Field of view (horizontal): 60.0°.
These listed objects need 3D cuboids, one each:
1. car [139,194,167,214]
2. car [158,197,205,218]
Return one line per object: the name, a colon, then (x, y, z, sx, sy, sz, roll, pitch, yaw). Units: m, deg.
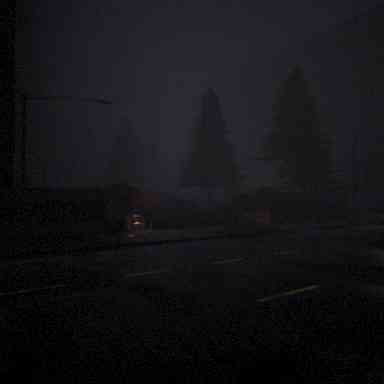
car: (-2.748, 1.366, 34.638, 4.605, 1.855, 1.932, 1, 0, -35)
car: (-0.719, 1.526, 30.590, 3.988, 1.617, 1.851, 1, 0, -35)
